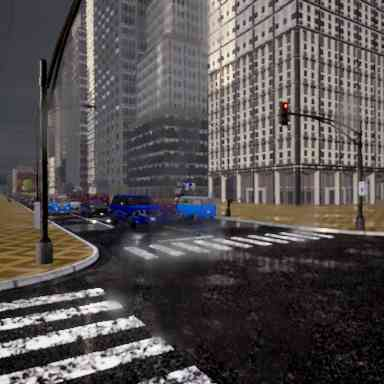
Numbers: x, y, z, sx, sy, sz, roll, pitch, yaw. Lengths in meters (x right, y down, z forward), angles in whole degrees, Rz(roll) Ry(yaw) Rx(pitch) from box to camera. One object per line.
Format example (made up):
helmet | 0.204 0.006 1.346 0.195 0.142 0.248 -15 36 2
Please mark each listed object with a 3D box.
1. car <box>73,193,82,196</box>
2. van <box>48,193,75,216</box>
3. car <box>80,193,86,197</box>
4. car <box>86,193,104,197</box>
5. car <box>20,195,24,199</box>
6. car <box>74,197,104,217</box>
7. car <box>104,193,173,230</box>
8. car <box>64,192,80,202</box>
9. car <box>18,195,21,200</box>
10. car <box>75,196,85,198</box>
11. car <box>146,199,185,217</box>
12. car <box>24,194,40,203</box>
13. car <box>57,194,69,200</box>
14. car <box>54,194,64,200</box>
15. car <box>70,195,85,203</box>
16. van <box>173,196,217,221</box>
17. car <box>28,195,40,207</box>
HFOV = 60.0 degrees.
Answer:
car | -19.428 1.064 59.657 2.192 1.841 5.009 0 0 -30
van | -12.632 1.254 31.530 1.690 1.788 3.998 0 0 -30
car | -16.623 1.316 54.881 1.887 1.381 4.507 0 0 -30
car | -13.819 1.109 50.103 2.192 1.841 5.009 0 0 -30
car | -29.459 1.361 60.192 1.802 1.307 4.206 0 0 -30
car | -8.979 1.455 30.415 2.033 1.411 5.357 0 0 -30
car | -3.617 1.171 21.277 2.150 2.045 5.566 0 0 -30
car | -25.036 1.019 69.211 2.192 1.841 5.009 0 0 -30
car | -40.677 1.270 79.300 1.802 1.307 4.206 0 0 -30
car | -14.468 1.465 39.797 1.895 1.301 4.718 0 0 -30
car | -2.582 1.427 31.011 1.887 1.381 4.507 0 0 -30
car | -23.850 1.375 50.637 2.008 1.369 4.403 0 0 -30
car | -30.646 1.209 78.766 2.008 1.369 4.403 0 0 -30
car | -33.536 1.160 83.689 1.752 1.417 4.829 0 0 -30
car | -22.232 1.292 64.435 1.947 1.339 4.313 0 0 -30
van | 0.300 1.244 26.280 1.690 1.788 3.998 0 0 -30
car | -21.045 1.412 45.861 1.947 1.339 4.313 0 0 -30
